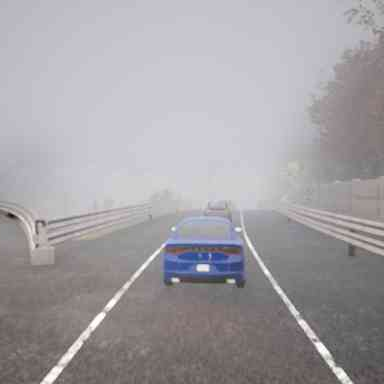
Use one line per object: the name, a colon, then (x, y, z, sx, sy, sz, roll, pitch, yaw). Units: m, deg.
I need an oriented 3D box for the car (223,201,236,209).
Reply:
car: (6.016, 2.107, 52.982, 1.895, 1.301, 4.718, 0, -3, 9)

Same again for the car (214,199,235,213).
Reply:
car: (3.674, 1.510, 37.047, 2.033, 1.411, 5.357, 0, -1, 8)

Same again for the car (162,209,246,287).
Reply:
car: (0.385, 1.427, 9.280, 1.882, 1.535, 5.008, 0, -1, 4)

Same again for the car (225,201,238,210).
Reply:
car: (7.337, 2.461, 61.152, 2.128, 1.511, 4.902, 0, -4, 10)

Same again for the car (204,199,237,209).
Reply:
car: (1.791, 1.368, 22.635, 2.128, 1.511, 4.902, 0, 0, 7)
